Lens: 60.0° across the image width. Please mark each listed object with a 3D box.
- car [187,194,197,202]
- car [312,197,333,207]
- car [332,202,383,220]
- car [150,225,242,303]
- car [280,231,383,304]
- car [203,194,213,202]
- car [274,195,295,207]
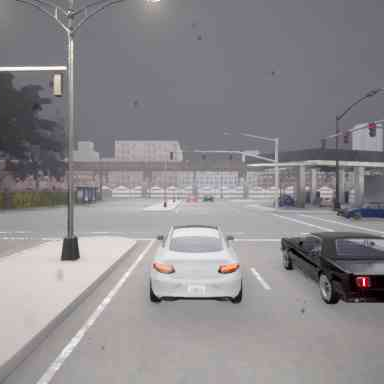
[{"bbox_3d":[0.006,1.250,72.260,2.097,1.767,4.553,0,0,0],"label":"car"},{"bbox_3d":[18.960,1.435,48.377,1.970,1.475,3.806,0,0,0],"label":"car"},{"bbox_3d":[14.884,1.545,27.469,5.357,1.411,2.033,0,0,-1],"label":"car"},{"bbox_3d":[0.083,1.517,8.073,1.812,1.442,4.674,0,0,0],"label":"car"},{"bbox_3d":[3.588,1.599,8.057,1.895,1.301,4.718,0,0,0],"label":"car"},{"bbox_3d":[3.506,1.257,72.261,2.097,1.767,4.553,0,0,0],"label":"car"},{"bbox_3d":[13.215,1.262,47.615,2.242,1.667,4.611,0,0,0],"label":"car"}]
